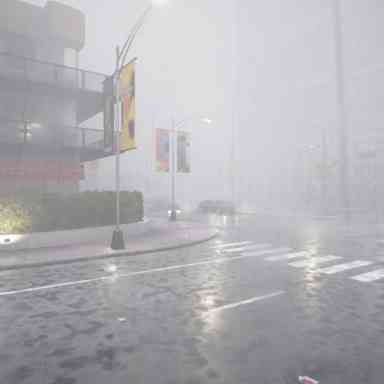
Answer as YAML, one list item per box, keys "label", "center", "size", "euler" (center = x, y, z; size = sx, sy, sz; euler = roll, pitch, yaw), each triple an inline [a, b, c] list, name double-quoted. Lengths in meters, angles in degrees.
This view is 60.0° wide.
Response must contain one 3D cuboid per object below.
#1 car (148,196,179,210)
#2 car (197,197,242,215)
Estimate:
- label: "car"
  center: [-3.354, 1.564, 42.093]
  size: [1.994, 1.385, 4.181]
  euler: [0, 0, -35]
- label: "car"
  center: [2.421, 1.505, 33.824]
  size: [1.837, 1.490, 4.892]
  euler: [0, 0, -35]
